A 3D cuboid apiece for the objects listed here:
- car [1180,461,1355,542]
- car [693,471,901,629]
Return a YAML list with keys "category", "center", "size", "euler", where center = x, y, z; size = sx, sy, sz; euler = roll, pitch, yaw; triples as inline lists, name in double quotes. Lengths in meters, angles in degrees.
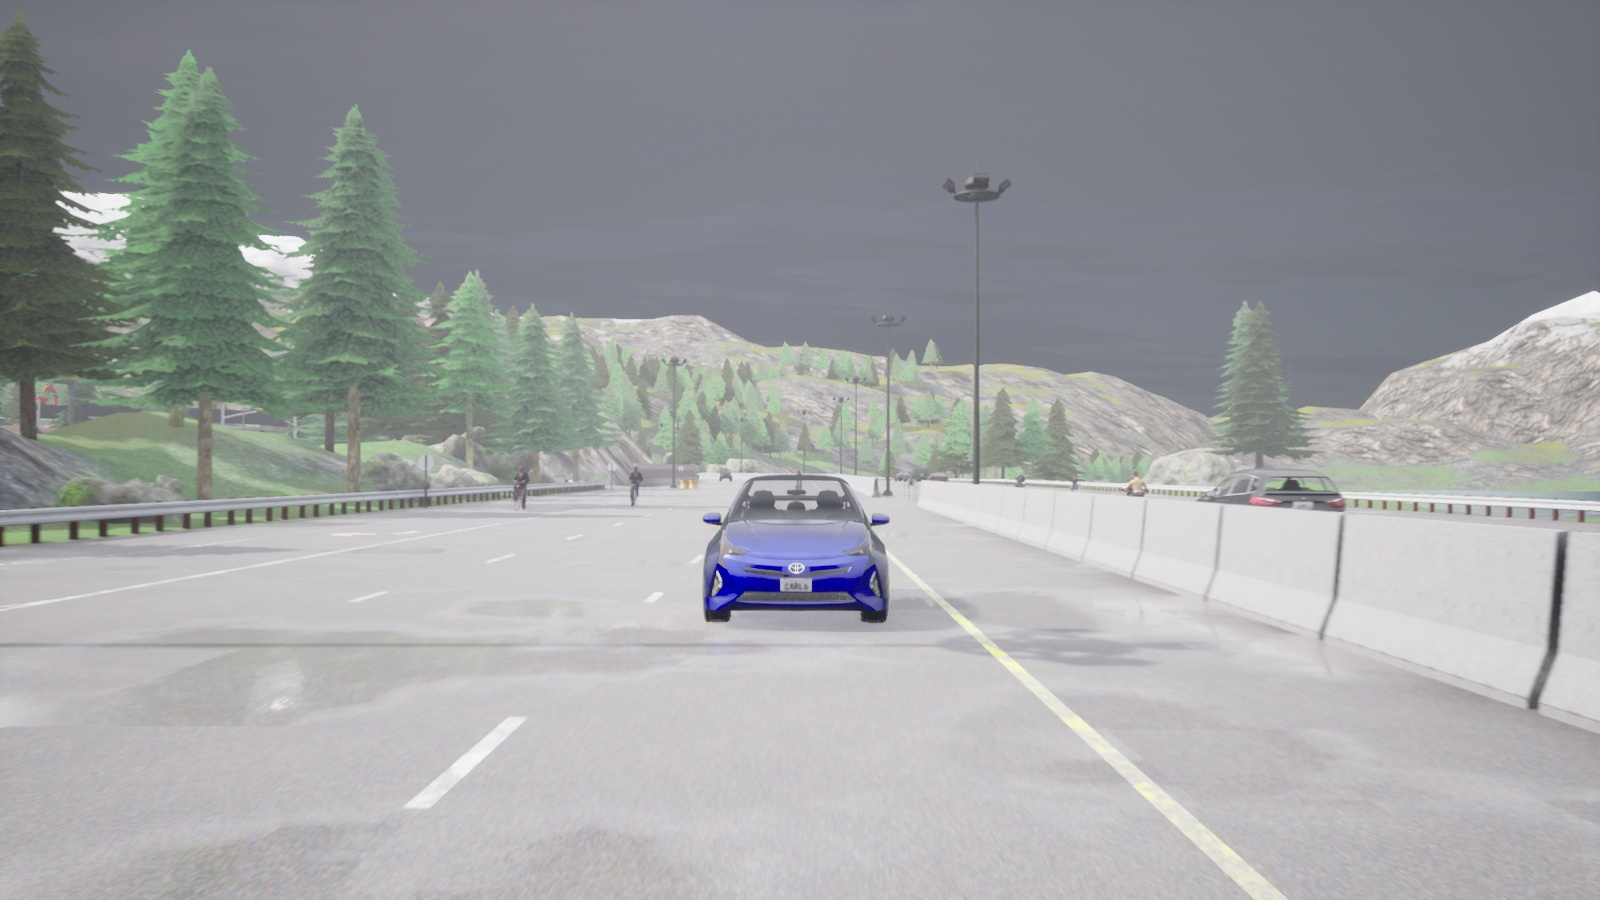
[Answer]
- category: "car"
  center: [10.438, 1.114, 28.473]
  size: [2.242, 1.667, 4.611]
  euler: [0, -1, 0]
- category: "car"
  center: [-0.036, 1.015, 14.465]
  size: [2.007, 1.525, 4.514]
  euler: [0, -1, 0]
